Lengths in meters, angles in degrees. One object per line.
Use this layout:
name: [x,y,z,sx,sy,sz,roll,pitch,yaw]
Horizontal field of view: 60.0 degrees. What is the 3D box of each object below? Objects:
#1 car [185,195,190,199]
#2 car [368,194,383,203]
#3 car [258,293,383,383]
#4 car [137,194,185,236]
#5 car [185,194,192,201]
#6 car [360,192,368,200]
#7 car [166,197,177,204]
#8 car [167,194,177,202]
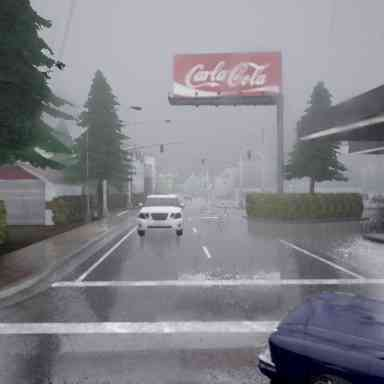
car: [-2.158,1.431,40.030,2.128,1.511,4.902,-1,1,-15]
car: [34.716,1.206,60.524,2.007,1.523,4.514,0,0,-3]
car: [2.999,1.598,2.658,4.718,1.301,1.895,0,0,37]
car: [-1.609,1.157,18.033,2.150,2.045,5.566,0,-1,-2]
car: [-1.088,1.238,78.474,1.812,1.442,4.674,0,0,-3]
car: [40.102,0.968,79.345,1.932,1.855,4.605,0,0,-3]
car: [-3.701,1.499,59.831,1.895,1.301,4.718,0,0,-2]
car: [-4.244,1.247,71.610,2.097,1.767,4.553,0,0,-3]
